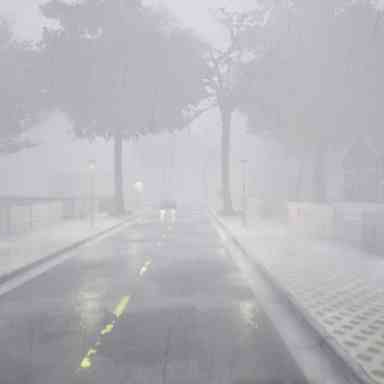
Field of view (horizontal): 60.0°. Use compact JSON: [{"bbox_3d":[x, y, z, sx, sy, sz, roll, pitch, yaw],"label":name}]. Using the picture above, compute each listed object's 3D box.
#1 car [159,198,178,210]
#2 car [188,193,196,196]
[{"bbox_3d":[-2.750,1.417,39.757,1.994,1.385,4.181,0,0,0],"label":"car"},{"bbox_3d":[0.021,1.004,88.090,1.812,1.442,4.674,0,0,0],"label":"car"}]
